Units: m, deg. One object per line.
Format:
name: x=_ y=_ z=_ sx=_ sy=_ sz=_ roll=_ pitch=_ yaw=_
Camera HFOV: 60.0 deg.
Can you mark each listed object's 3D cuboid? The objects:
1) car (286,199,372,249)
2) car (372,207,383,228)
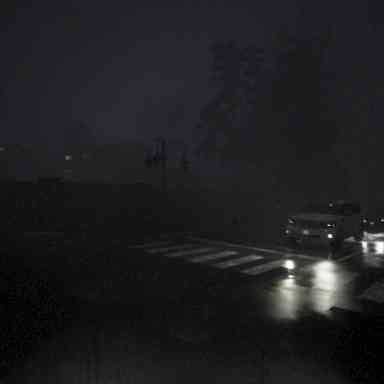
car: x=6.598 y=1.379 z=15.973 sx=2.150 sy=2.045 sz=5.566 roll=2 pitch=0 yaw=41
car: x=13.626 y=1.847 z=23.565 sx=4.902 sy=1.511 sz=2.128 roll=2 pitch=0 yaw=-44
